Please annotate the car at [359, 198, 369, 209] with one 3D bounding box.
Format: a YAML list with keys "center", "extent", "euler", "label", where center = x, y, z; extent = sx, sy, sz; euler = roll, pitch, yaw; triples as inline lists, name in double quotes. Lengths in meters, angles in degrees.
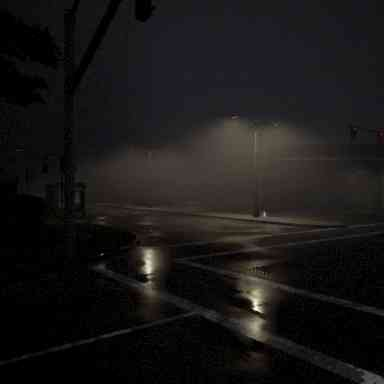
- center: [21.259, 1.451, 44.129]
  extent: [1.970, 1.475, 3.806]
  euler: [0, 0, -35]
  label: "car"

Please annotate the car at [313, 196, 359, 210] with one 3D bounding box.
- center: [16.984, 1.291, 40.216]
  extent: [2.242, 1.667, 4.611]
  euler: [0, 0, -35]
  label: "car"

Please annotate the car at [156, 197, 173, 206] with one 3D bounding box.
- center: [-5.101, 1.545, 54.893]
  extent: [2.033, 1.411, 5.357]
  euler: [0, 0, -35]
  label: "car"

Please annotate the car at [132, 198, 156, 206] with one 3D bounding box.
- center: [-7.971, 1.562, 52.889]
  extent: [1.994, 1.385, 4.181]
  euler: [0, 0, -35]
  label: "car"

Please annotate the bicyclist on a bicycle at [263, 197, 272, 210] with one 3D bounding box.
- center: [9.410, 1.427, 41.875]
  extent: [1.656, 1.620, 0.582]
  euler: [-6, -7, -36]
  label: "bicyclist on a bicycle"
